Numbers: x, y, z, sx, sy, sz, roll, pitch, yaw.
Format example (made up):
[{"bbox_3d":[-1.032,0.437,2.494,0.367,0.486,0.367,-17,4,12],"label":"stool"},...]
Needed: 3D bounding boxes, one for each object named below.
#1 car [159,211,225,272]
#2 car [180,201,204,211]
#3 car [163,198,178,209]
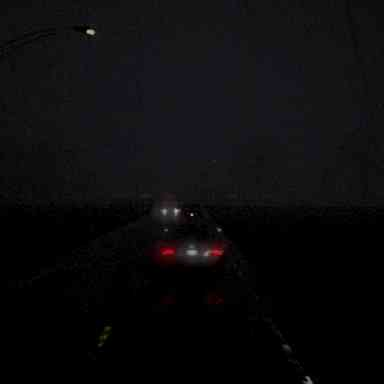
[{"bbox_3d":[0.023,1.581,10.887,2.033,1.411,5.357,0,0,0],"label":"car"},{"bbox_3d":[0.015,1.585,29.652,1.837,1.490,4.892,0,0,0],"label":"car"},{"bbox_3d":[-2.913,1.584,46.344,1.882,1.535,5.008,0,0,0],"label":"car"}]
